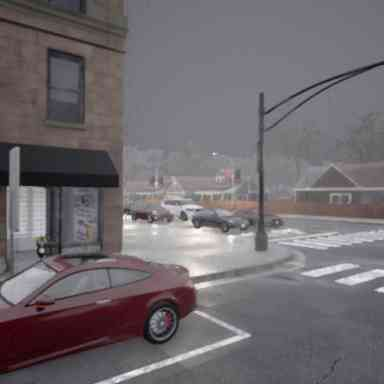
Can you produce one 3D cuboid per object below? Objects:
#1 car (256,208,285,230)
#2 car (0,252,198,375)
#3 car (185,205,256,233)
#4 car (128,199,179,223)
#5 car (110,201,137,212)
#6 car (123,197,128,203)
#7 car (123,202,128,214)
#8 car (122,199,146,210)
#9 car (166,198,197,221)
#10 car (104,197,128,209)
[{"bbox_3d":[4.537,1.869,23.909,1.994,1.385,4.181,1,-1,-36],"label":"car"},{"bbox_3d":[-1.835,1.614,4.930,4.206,1.307,1.802,1,-1,-36],"label":"car"},{"bbox_3d":[1.776,1.808,22.185,1.812,1.442,4.674,1,-1,-36],"label":"car"},{"bbox_3d":[-3.524,1.727,29.524,2.097,1.767,4.553,1,-1,-36],"label":"car"},{"bbox_3d":[-10.479,2.127,50.474,2.128,1.511,4.902,1,-1,-35],"label":"car"},{"bbox_3d":[-6.876,1.855,39.726,2.097,1.767,4.553,1,-1,-36],"label":"car"},{"bbox_3d":[-9.409,2.077,37.672,1.895,1.301,4.718,1,-1,-36],"label":"car"},{"bbox_3d":[-9.575,2.041,54.797,2.097,1.767,4.553,1,-1,-35],"label":"car"},{"bbox_3d":[-0.944,1.622,31.501,2.150,2.045,5.566,1,-1,-36],"label":"car"},{"bbox_3d":[-13.923,1.981,60.730,2.150,2.045,5.566,1,-1,-36],"label":"car"}]
